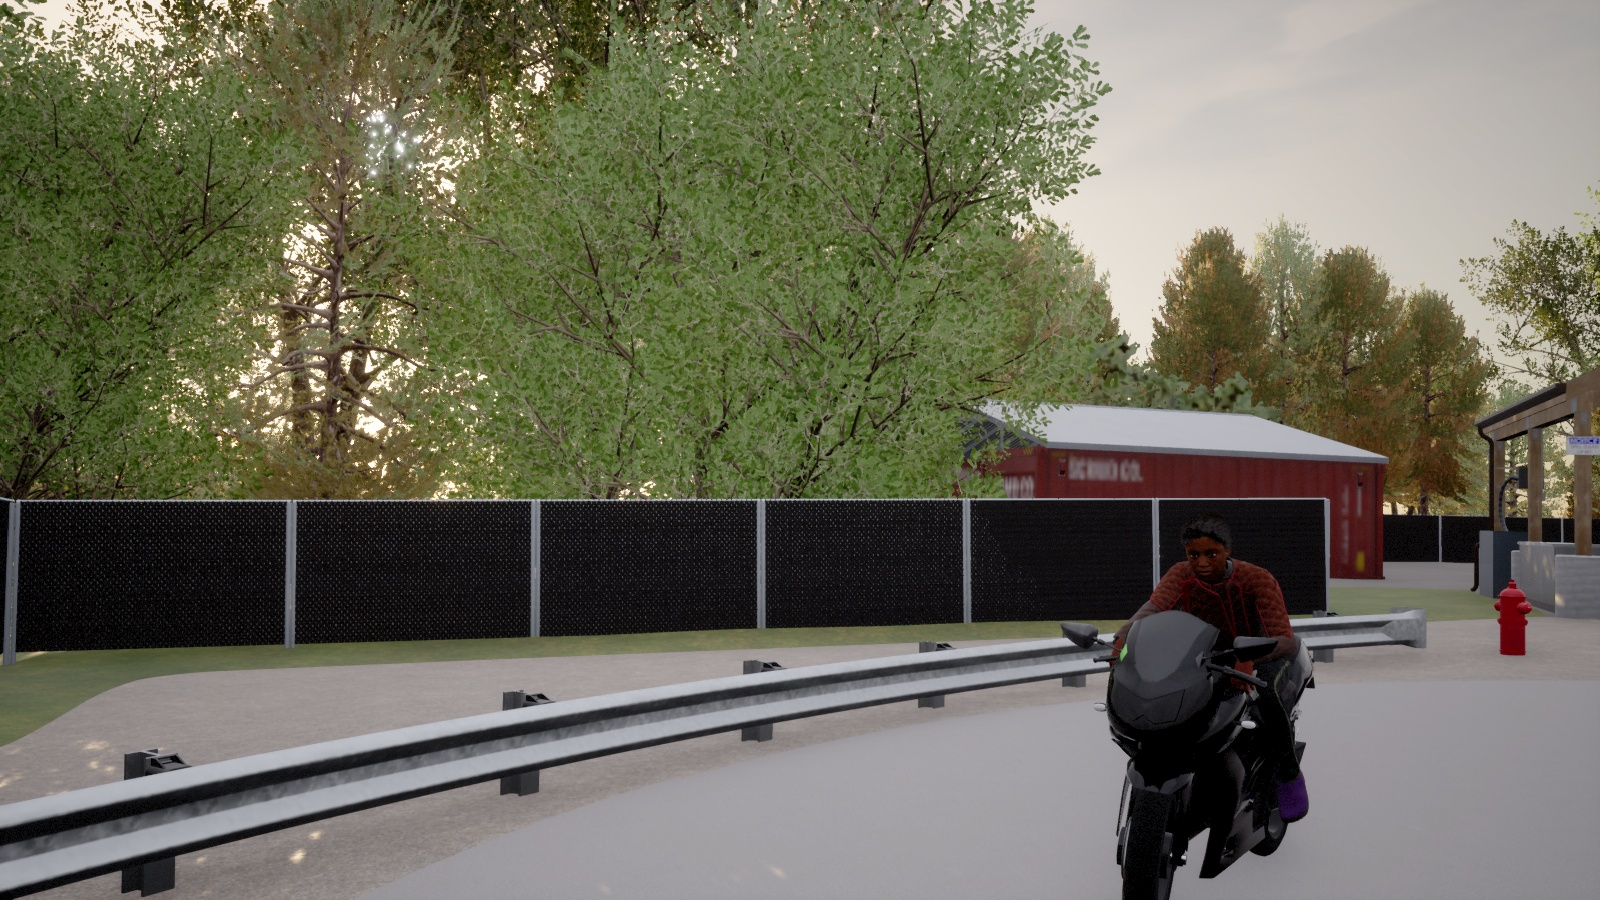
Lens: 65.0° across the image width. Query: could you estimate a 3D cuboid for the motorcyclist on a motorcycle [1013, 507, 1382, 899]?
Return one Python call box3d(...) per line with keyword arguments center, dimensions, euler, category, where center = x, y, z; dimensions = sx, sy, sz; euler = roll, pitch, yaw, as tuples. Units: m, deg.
box3d(center=(1.674, 0.996, 5.020), dimensions=(0.797, 1.523, 2.044), euler=(-1, -3, 36), category="motorcyclist on a motorcycle")
